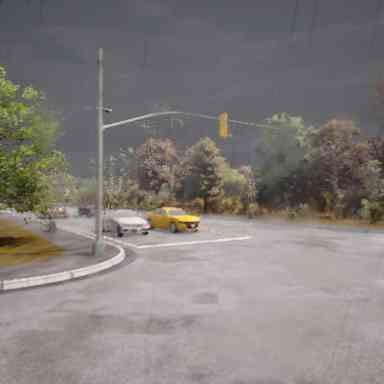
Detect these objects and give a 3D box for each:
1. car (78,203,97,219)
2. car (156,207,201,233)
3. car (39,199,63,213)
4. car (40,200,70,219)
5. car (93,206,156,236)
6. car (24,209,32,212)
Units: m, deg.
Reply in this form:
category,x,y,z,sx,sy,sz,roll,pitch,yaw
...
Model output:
category,x,y,z,sx,sy,sz,roll,pitch,yaw
car,-10.679,1.980,35.543,2.128,1.511,4.902,1,-1,-36
car,-1.324,1.804,22.383,1.882,1.535,5.008,1,-1,-34
car,-21.361,2.063,50.357,2.150,2.045,5.566,1,-1,-36
car,-14.204,1.812,34.445,2.097,1.767,4.553,1,-1,-36
car,-4.256,1.810,20.477,1.812,1.442,4.674,1,-1,-34
car,-24.190,2.301,48.291,1.895,1.301,4.718,1,-1,-36
